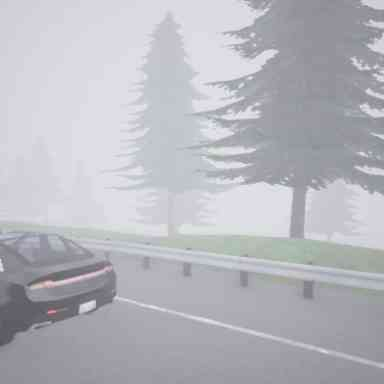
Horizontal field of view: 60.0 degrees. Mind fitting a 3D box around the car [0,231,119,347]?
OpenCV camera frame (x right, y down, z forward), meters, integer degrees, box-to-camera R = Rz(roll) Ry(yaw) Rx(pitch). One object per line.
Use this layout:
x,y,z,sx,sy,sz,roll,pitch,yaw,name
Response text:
-3.570,1.514,6.343,4.902,1.511,2.128,0,0,34,car
